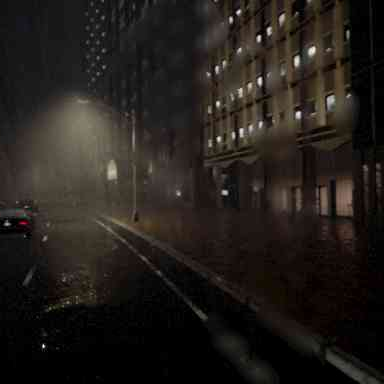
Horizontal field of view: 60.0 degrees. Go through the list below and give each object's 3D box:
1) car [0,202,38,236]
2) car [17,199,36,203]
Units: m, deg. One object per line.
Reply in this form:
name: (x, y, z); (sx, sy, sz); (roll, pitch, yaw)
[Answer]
car: (-9.321, 1.509, 17.473); (2.033, 1.411, 5.357); (-1, 1, -22)
car: (-17.557, 1.477, 35.373); (1.994, 1.385, 4.181); (-1, 1, -27)
